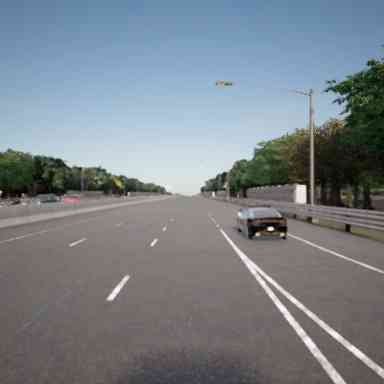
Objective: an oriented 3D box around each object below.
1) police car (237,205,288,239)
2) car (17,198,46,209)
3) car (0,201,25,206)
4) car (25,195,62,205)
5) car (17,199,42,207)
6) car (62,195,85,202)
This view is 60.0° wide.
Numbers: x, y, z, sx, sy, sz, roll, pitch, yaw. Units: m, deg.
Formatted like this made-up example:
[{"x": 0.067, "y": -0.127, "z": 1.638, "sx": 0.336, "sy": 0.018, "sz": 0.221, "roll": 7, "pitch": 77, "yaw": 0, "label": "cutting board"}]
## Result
[{"x": 3.578, "y": 1.493, "z": 17.812, "sx": 1.930, "sy": 1.638, "sz": 5.238, "roll": 0, "pitch": 0, "yaw": -1, "label": "police car"}, {"x": -24.492, "y": 1.676, "z": 51.011, "sx": 2.128, "sy": 1.511, "sz": 4.902, "roll": 0, "pitch": 0, "yaw": 1, "label": "car"}, {"x": -17.554, "y": 1.709, "z": 30.176, "sx": 1.895, "sy": 1.301, "sz": 4.718, "roll": 0, "pitch": 0, "yaw": 0, "label": "car"}, {"x": -20.967, "y": 1.393, "z": 47.105, "sx": 2.150, "sy": 2.045, "sz": 5.566, "roll": 0, "pitch": 0, "yaw": 1, "label": "car"}, {"x": -27.920, "y": 1.816, "z": 57.343, "sx": 1.895, "sy": 1.301, "sz": 4.718, "roll": 0, "pitch": 0, "yaw": 0, "label": "car"}, {"x": -17.493, "y": 1.402, "z": 49.067, "sx": 2.150, "sy": 2.045, "sz": 5.566, "roll": 0, "pitch": -1, "yaw": 1, "label": "car"}]
